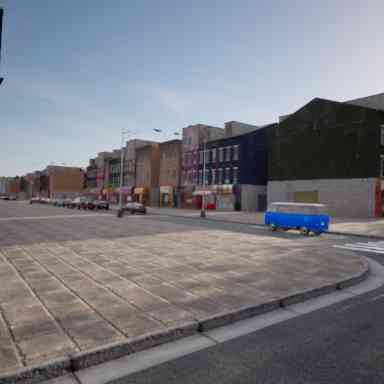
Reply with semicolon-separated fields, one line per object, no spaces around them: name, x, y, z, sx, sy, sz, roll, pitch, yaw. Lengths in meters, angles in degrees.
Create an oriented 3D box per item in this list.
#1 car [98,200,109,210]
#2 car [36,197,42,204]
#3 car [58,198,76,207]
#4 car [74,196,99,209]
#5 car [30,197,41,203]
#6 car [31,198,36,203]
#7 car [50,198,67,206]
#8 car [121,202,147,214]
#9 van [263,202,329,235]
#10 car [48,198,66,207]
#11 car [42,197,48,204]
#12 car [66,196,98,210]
car;-13.026;1.813;46.598;1.947;1.339;4.313;3;-2;-36
car;-32.229;1.951;73.192;1.802;1.307;4.206;3;-2;-36
car;-22.627;1.842;59.896;1.887;1.381;4.507;3;-2;-36
car;-16.218;1.577;51.037;2.192;1.841;5.009;3;-2;-36
car;-38.630;2.010;82.055;1.802;1.307;4.206;3;-2;-36
car;-35.425;1.837;77.627;1.967;1.590;4.097;3;-2;-36
car;-25.827;1.886;64.327;1.947;1.339;4.313;3;-2;-36
car;-6.627;1.808;37.733;1.802;1.307;4.206;3;-2;-36
van;6.182;1.555;20.008;1.690;1.788;3.998;3;-2;-36
car;-20.689;1.709;52.716;2.033;1.411;5.357;3;-2;-36
car;-29.126;1.870;68.898;1.752;1.417;4.829;3;-2;-36
car;-14.860;1.489;44.745;2.097;1.767;4.553;3;-2;-35
